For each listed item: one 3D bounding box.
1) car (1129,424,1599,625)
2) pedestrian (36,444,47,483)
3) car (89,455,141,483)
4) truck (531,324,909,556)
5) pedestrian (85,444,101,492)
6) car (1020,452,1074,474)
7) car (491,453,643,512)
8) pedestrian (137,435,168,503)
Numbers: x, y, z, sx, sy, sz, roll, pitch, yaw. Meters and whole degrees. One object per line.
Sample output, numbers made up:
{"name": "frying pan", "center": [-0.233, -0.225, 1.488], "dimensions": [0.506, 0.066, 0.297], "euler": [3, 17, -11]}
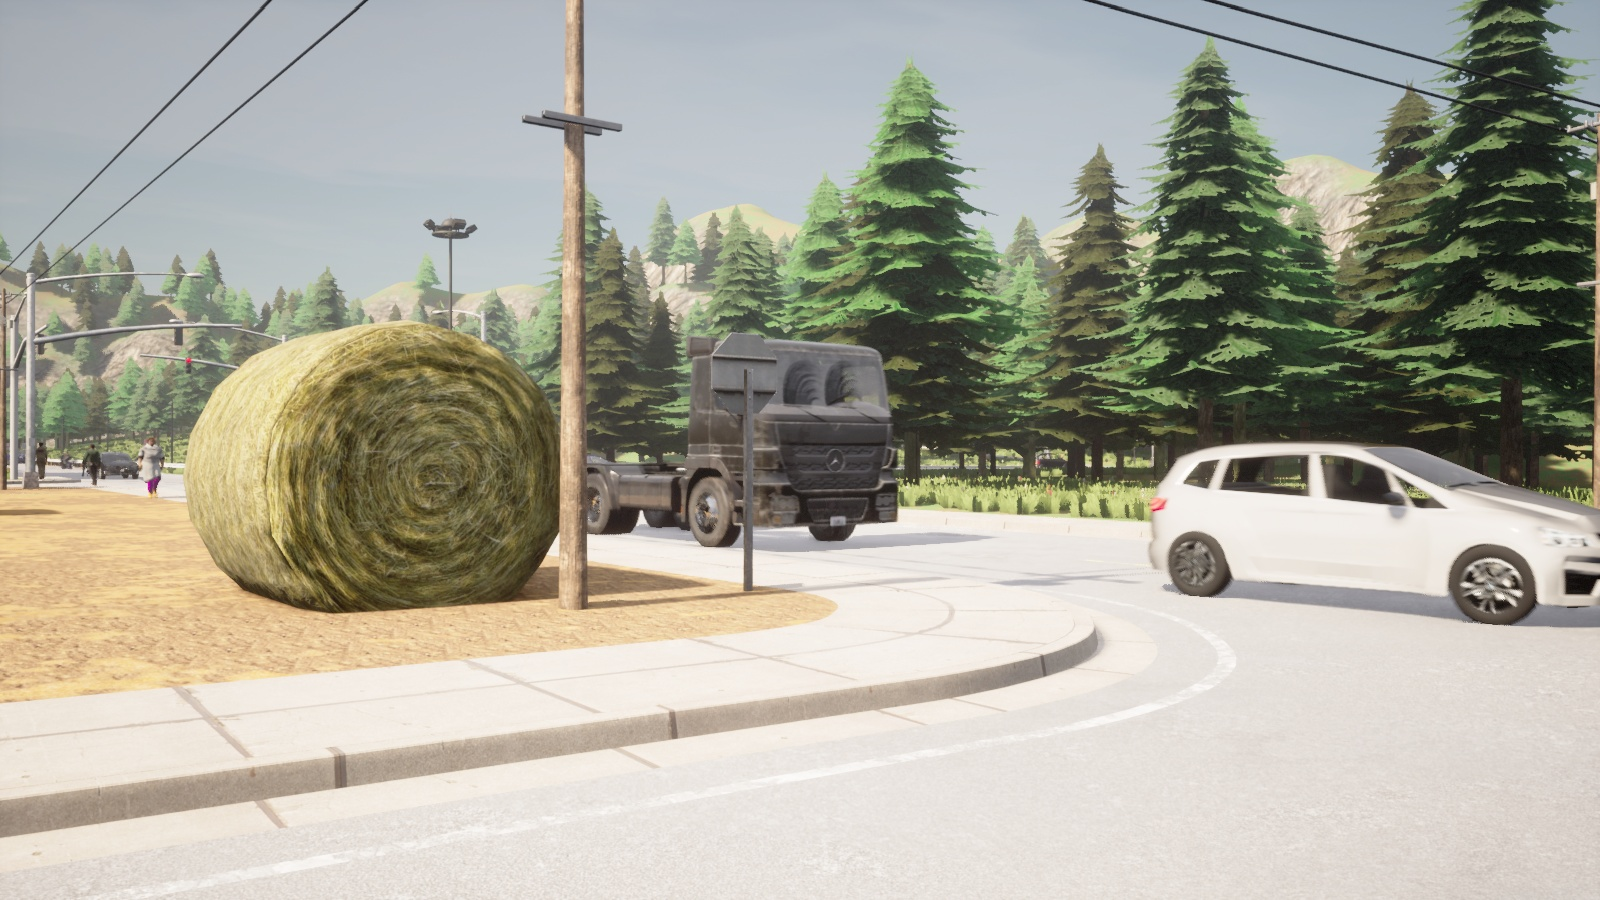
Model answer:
{"name": "car", "center": [5.999, 0.639, 12.882], "dimensions": [2.242, 1.667, 4.611], "euler": [0, 0, -41]}
{"name": "pedestrian", "center": [-37.003, 0.655, 61.284], "dimensions": [0.396, 1.930, 0.692], "euler": [0, 0, -27]}
{"name": "car", "center": [-38.275, 1.037, 70.097], "dimensions": [1.837, 1.490, 4.892], "euler": [0, 0, -38]}
{"name": "truck", "center": [-1.786, -0.143, 22.768], "dimensions": [2.891, 3.462, 7.936], "euler": [0, 0, -38]}
{"name": "pedestrian", "center": [-29.140, 0.743, 51.767], "dimensions": [0.423, 1.949, 0.788], "euler": [0, 0, -42]}
{"name": "car", "center": [17.822, 0.916, 90.697], "dimensions": [3.705, 1.549, 1.789], "euler": [0, 0, -36]}
{"name": "car", "center": [-6.496, 0.834, 34.610], "dimensions": [2.128, 1.511, 4.902], "euler": [0, 0, -38]}
{"name": "pedestrian", "center": [-18.933, 0.557, 36.726], "dimensions": [0.659, 1.952, 0.873], "euler": [0, 0, -37]}
